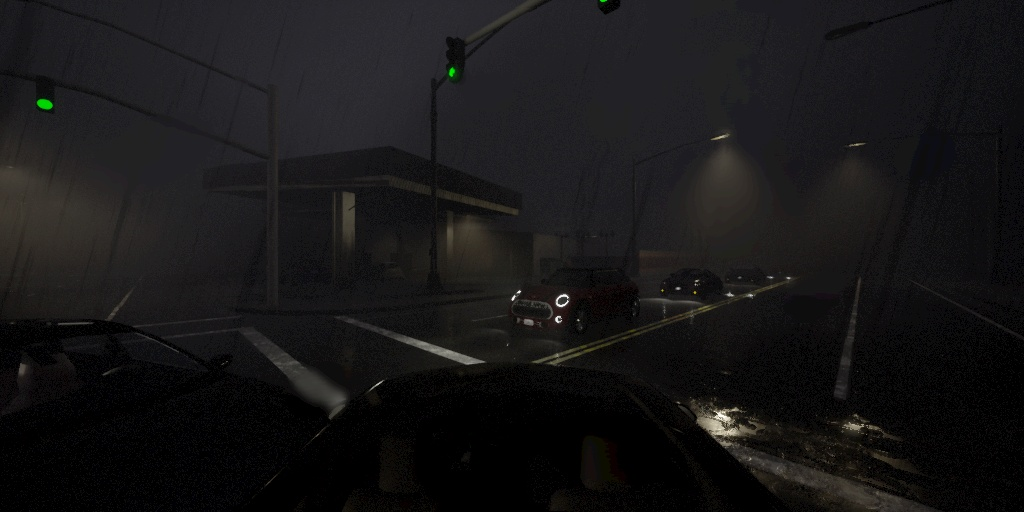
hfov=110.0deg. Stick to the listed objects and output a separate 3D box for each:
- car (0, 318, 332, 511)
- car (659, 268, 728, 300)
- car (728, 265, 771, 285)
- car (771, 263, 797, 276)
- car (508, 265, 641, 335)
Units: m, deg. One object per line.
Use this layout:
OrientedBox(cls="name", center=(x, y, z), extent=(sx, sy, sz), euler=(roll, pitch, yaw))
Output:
OrientedBox(cls="car", center=(-3.449, 1.242, 2.391), extent=(4.902, 1.511, 2.128), euler=(0, 0, 14))
OrientedBox(cls="car", center=(8.997, 1.313, 17.893), extent=(1.994, 1.385, 4.181), euler=(0, 0, 44))
OrientedBox(cls="car", center=(17.037, 1.313, 26.074), extent=(1.994, 1.385, 4.181), euler=(0, 0, 44))
OrientedBox(cls="car", center=(28.517, 1.351, 37.654), extent=(1.895, 1.301, 4.718), euler=(0, 0, 44))
OrientedBox(cls="car", center=(1.996, 1.102, 10.748), extent=(2.097, 1.767, 4.553), euler=(0, 0, 45))
